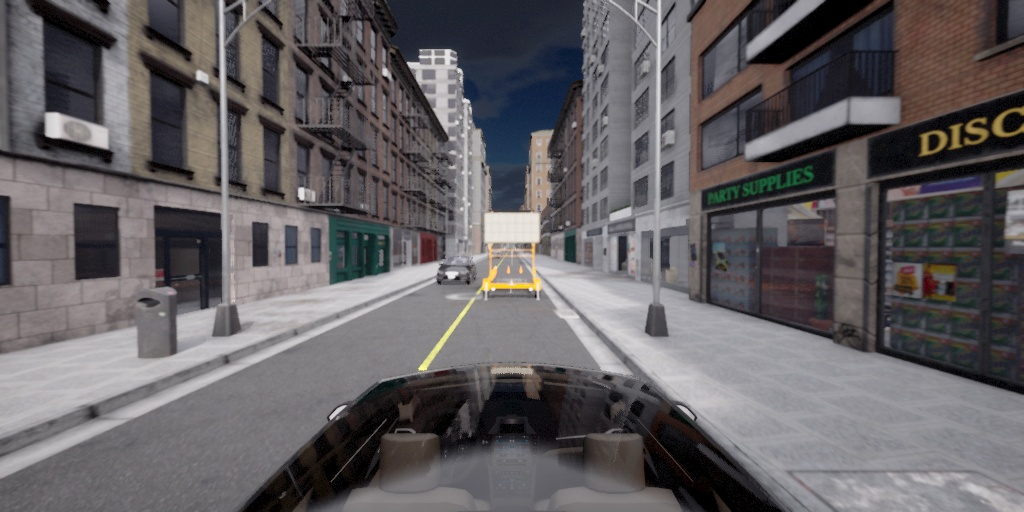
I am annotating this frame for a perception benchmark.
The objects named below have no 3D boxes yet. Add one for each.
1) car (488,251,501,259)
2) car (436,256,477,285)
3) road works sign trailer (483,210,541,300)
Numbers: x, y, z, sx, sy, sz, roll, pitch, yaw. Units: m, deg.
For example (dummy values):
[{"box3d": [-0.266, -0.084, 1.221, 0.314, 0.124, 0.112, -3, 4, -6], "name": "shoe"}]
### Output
[{"box3d": [-3.048, -0.285, 63.180, 1.812, 1.442, 4.674, 0, 2, 1], "name": "car"}, {"box3d": [-3.105, 0.763, 20.832, 2.128, 1.511, 4.902, 0, 1, 0], "name": "car"}, {"box3d": [0.001, -0.122, 15.178, 2.380, 3.560, 2.880, 0, 0, 0], "name": "road works sign trailer"}]
